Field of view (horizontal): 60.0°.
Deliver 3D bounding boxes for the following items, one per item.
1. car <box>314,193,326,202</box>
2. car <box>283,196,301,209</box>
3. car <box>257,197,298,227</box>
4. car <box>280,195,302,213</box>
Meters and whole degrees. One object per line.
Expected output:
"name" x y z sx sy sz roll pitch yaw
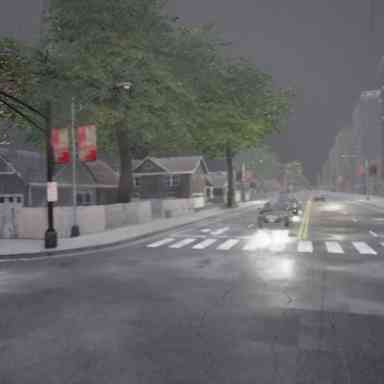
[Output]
"car" 22.267 0.975 58.085 2.128 1.511 4.902 -1 0 20
"car" 12.109 1.243 40.019 1.812 1.442 4.674 -1 0 20
"car" 5.422 1.363 21.497 2.128 1.511 4.902 -1 0 20
"car" 8.722 1.147 30.653 2.097 1.767 4.553 -1 0 20
